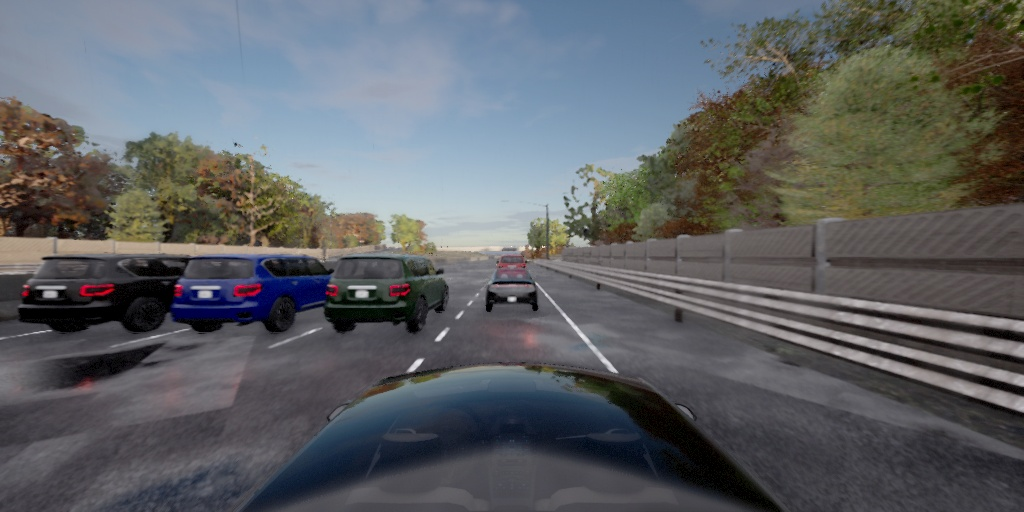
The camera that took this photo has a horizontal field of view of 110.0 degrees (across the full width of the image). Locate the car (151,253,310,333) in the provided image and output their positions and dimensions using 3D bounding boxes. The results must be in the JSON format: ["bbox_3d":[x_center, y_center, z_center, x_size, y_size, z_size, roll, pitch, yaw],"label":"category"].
[{"bbox_3d":[-6.899,0.951,10.749,2.150,2.045,5.566,0,0,0],"label":"car"}]

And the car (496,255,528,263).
[{"bbox_3d":[-0.001,0.929,26.968,2.150,2.045,5.566,0,0,0],"label":"car"}]

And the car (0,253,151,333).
[{"bbox_3d":[-10.401,0.951,10.761,2.150,2.045,5.566,0,0,0],"label":"car"}]

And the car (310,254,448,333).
[{"bbox_3d":[-3.399,0.951,10.810,2.150,2.045,5.566,0,0,0],"label":"car"}]

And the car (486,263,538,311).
[{"bbox_3d":[0.001,1.216,14.264,2.128,1.511,4.902,0,0,0],"label":"car"}]
